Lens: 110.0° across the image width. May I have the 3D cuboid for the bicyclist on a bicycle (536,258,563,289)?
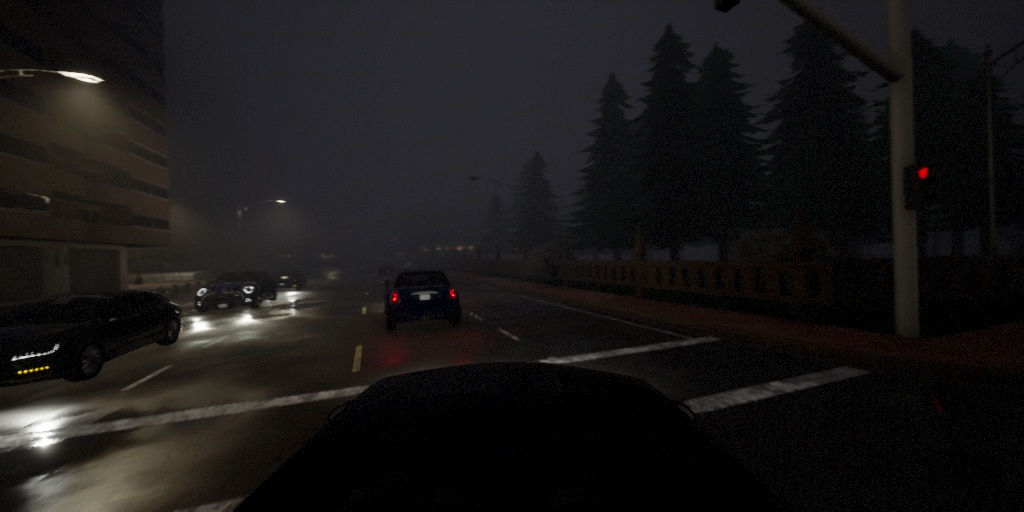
[{"bbox_3d":[1.986,0.935,19.204,1.656,1.620,0.582,-2,0,-21],"label":"bicyclist on a bicycle"}]

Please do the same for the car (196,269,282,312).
[{"bbox_3d":[-12.527,1.446,16.579,2.097,1.767,4.553,-2,0,-21],"label":"car"}]

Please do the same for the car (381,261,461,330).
[{"bbox_3d":[-3.124,1.175,11.911,2.097,1.767,4.553,-2,0,-20],"label":"car"}]

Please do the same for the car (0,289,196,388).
[{"bbox_3d":[-8.986,1.528,7.526,1.837,1.490,4.892,-2,0,-21],"label":"car"}]

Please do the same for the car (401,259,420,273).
[{"bbox_3d":[-14.392,1.360,50.739,2.097,1.767,4.553,-2,0,-21],"label":"car"}]

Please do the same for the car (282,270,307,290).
[{"bbox_3d":[-16.157,1.732,25.901,1.994,1.385,4.181,-2,0,-22],"label":"car"}]

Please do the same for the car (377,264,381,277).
[{"bbox_3d":[-14.053,1.520,40.274,1.882,1.535,5.008,-2,0,-21],"label":"car"}]
